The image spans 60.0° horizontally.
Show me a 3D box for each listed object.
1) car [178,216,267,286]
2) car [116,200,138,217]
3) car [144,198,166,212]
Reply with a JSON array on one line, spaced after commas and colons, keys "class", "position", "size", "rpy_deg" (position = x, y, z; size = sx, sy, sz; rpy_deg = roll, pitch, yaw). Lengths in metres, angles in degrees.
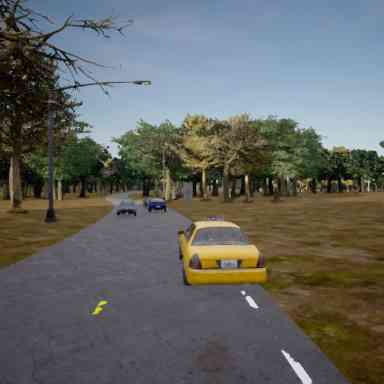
[{"class": "car", "position": [0.584, 1.447, 9.388], "size": [1.801, 1.575, 5.366], "rpy_deg": [0, 0, -4]}, {"class": "car", "position": [-6.142, 1.498, 31.711], "size": [2.033, 1.411, 5.357], "rpy_deg": [0, 0, -9]}, {"class": "car", "position": [-4.056, 1.399, 37.890], "size": [1.882, 1.535, 5.008], "rpy_deg": [0, 0, -11]}]
